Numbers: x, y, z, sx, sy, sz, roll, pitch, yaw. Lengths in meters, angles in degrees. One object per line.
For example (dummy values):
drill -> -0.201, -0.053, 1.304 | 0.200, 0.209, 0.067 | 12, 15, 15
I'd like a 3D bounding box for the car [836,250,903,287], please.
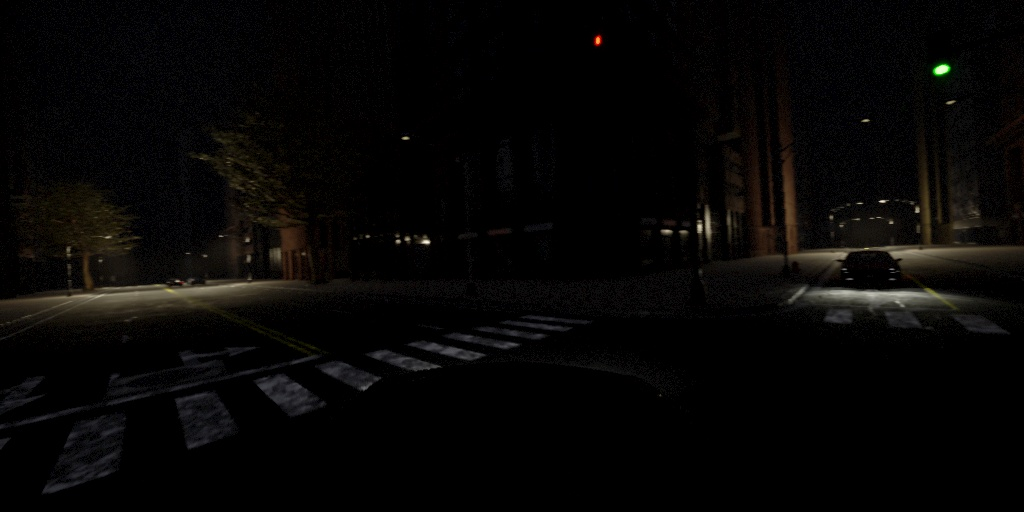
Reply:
car -> 16.254, 0.478, 16.359 | 1.882, 1.535, 5.008 | -3, 0, 44
